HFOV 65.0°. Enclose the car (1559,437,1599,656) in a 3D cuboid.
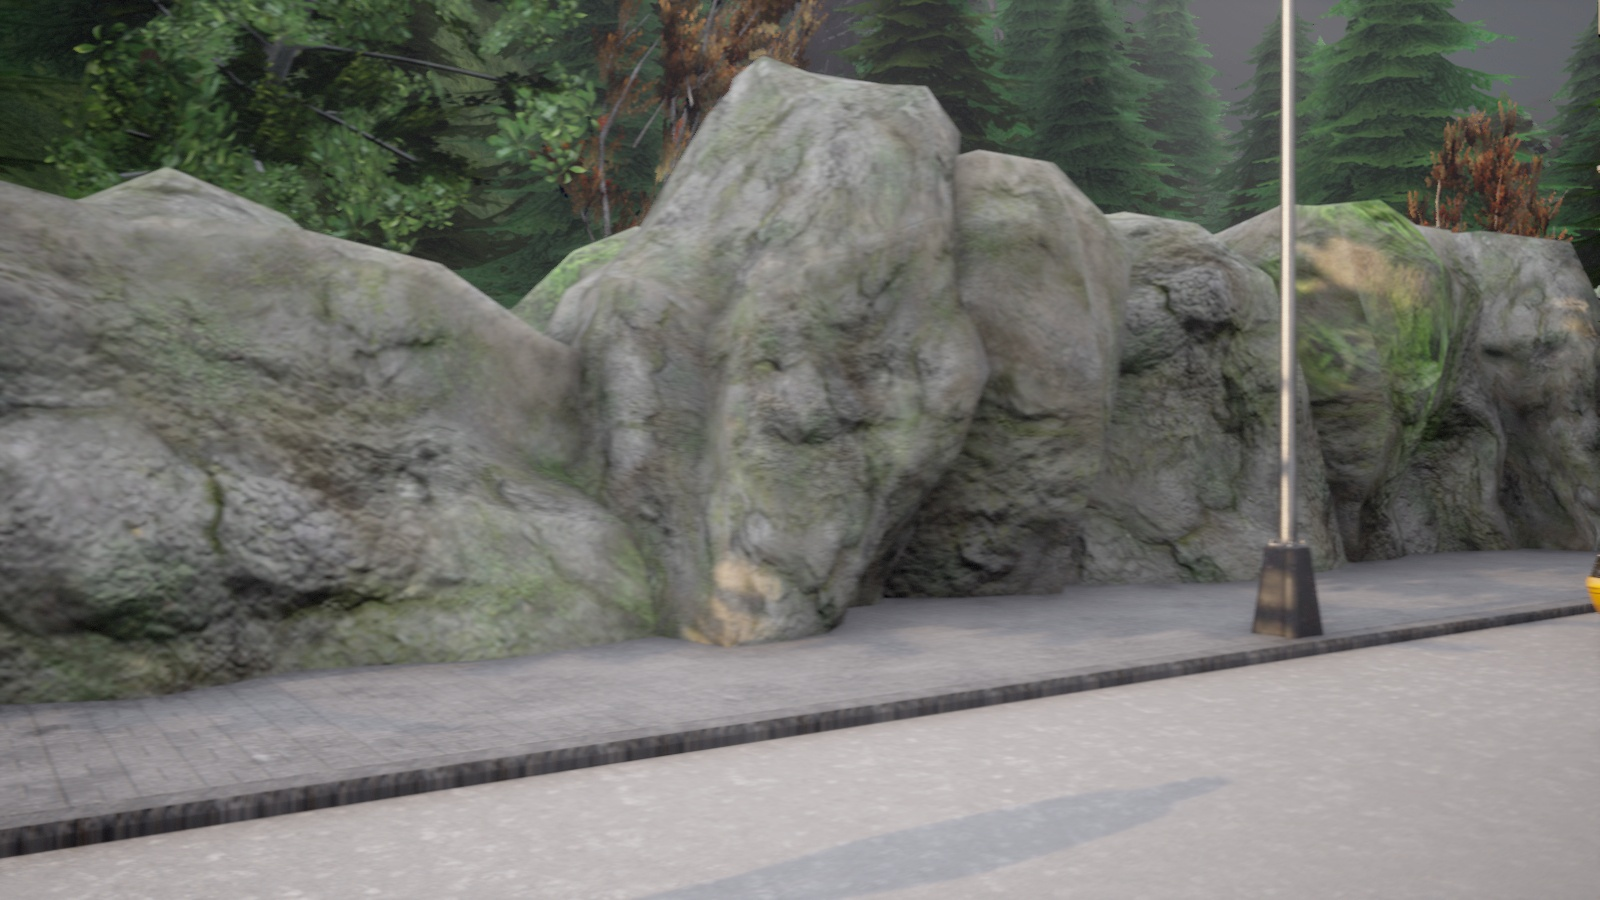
[{"bbox_3d":[8.312,0.691,10.049,5.366,1.575,1.801,0,0,-35],"label":"car"}]
